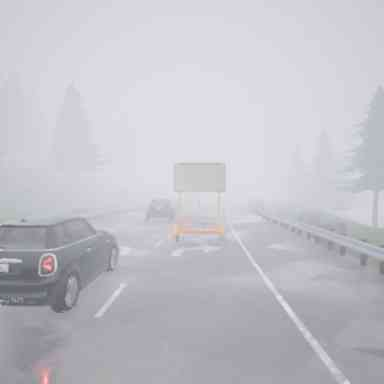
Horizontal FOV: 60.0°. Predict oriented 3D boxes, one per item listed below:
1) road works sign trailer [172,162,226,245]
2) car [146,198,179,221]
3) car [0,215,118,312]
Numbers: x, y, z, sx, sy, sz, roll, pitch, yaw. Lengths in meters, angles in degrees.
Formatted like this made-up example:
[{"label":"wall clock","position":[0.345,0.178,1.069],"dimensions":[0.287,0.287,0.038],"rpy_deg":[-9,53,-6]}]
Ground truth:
[{"label":"road works sign trailer","position":[0.359,0.410,15.393],"dimensions":[2.380,3.560,2.880],"rpy_deg":[0,0,4]},{"label":"car","position":[-2.247,1.256,26.360],"dimensions":[2.097,1.767,4.553],"rpy_deg":[0,0,4]},{"label":"car","position":[-3.235,1.321,7.841],"dimensions":[2.097,1.767,4.553],"rpy_deg":[0,0,1]}]
